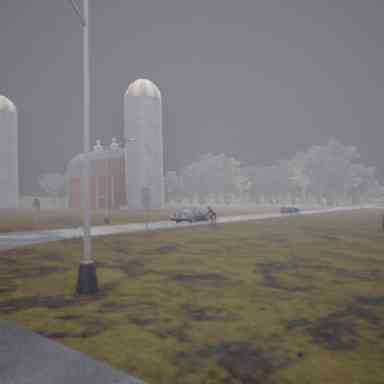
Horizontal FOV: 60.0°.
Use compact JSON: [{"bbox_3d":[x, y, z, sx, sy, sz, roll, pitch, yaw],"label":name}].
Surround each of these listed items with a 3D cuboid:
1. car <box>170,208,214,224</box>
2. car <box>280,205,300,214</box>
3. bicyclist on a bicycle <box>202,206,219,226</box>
[{"bbox_3d":[0.171,2.241,31.552,2.033,1.411,5.357,-2,-3,36],"label":"car"},{"bbox_3d":[15.767,2.762,53.290,1.882,1.535,5.008,-2,-2,36],"label":"car"},{"bbox_3d":[1.562,2.043,28.292,1.656,1.620,0.582,-1,-2,36],"label":"bicyclist on a bicycle"}]
